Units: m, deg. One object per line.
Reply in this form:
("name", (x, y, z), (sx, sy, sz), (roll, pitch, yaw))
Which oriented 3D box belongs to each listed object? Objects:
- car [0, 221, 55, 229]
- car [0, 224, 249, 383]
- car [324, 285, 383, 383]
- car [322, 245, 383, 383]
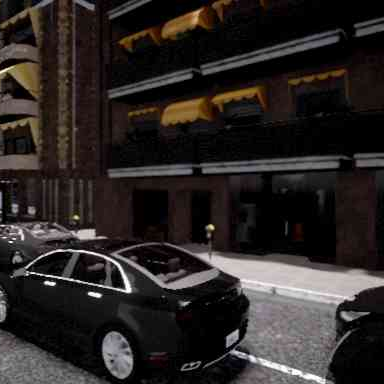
("car", (-5.226, 1.577, 10.310), (4.403, 1.369, 2.008), (0, 0, 36))
("car", (-1.488, 1.521, 5.426), (4.892, 1.490, 1.837), (0, 0, 36))
("car", (3.337, 1.516, 1.859), (4.892, 1.490, 1.837), (0, 0, 36))
("car", (3.956, 1.582, 3.728), (4.313, 1.339, 1.947), (0, 0, 36))
